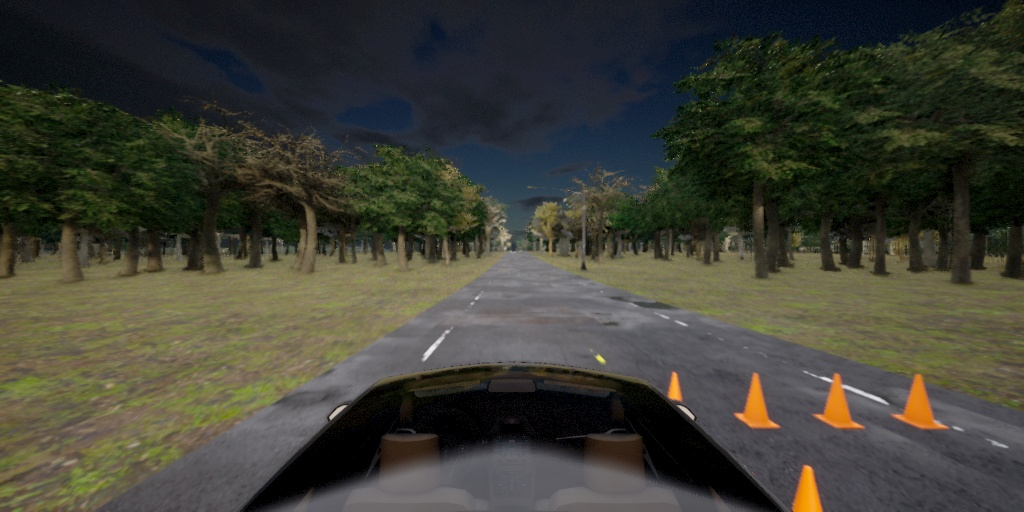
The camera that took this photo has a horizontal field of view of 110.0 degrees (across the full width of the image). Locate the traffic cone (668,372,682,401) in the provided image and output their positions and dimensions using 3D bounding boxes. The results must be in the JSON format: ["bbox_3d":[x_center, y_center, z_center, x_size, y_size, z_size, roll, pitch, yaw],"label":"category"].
[{"bbox_3d":[2.007,1.738,4.424,0.340,0.580,0.340,0,0,0],"label":"traffic cone"}]

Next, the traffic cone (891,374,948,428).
[{"bbox_3d":[5.007,1.753,4.416,0.340,0.580,0.340,0,0,0],"label":"traffic cone"}]

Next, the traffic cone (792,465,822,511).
[{"bbox_3d":[2.002,1.721,2.424,0.340,0.580,0.340,0,0,0],"label":"traffic cone"}]

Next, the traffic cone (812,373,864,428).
[{"bbox_3d":[4.007,1.748,4.418,0.340,0.580,0.340,0,0,0],"label":"traffic cone"}]

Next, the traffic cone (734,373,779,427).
[{"bbox_3d":[3.007,1.743,4.421,0.340,0.580,0.340,0,0,0],"label":"traffic cone"}]
